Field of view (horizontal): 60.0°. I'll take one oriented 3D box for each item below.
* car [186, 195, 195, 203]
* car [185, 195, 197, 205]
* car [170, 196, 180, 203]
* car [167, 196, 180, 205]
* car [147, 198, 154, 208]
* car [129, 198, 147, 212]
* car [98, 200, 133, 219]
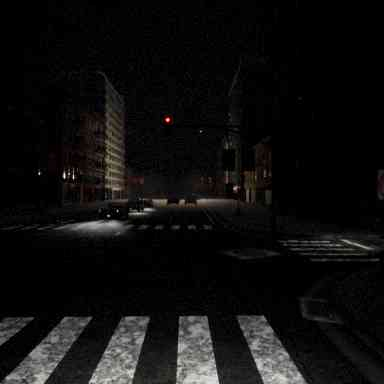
[{"bbox_3d":[-0.273,1.464,68.333,1.882,1.535,5.008,0,0,0],"label":"car"},{"bbox_3d":[-0.233,1.342,58.300,2.097,1.767,4.553,0,0,0],"label":"car"},{"bbox_3d":[-3.445,1.587,69.884,1.895,1.301,4.718,0,0,0],"label":"car"},{"bbox_3d":[-3.390,1.467,59.732,1.882,1.535,5.008,0,0,0],"label":"car"},{"bbox_3d":[-6.787,1.594,48.778,1.895,1.301,4.718,0,0,0],"label":"car"},{"bbox_3d":[-6.751,1.522,38.740,1.812,1.442,4.674,0,0,0],"label":"car"},{"bbox_3d":[-6.715,1.600,28.951,1.895,1.301,4.718,0,0,0],"label":"car"}]
